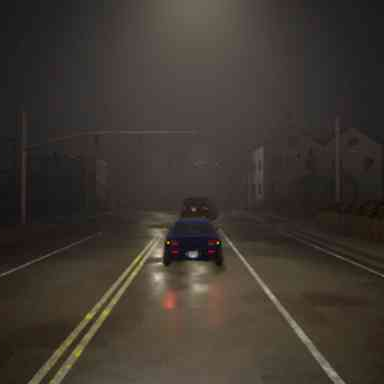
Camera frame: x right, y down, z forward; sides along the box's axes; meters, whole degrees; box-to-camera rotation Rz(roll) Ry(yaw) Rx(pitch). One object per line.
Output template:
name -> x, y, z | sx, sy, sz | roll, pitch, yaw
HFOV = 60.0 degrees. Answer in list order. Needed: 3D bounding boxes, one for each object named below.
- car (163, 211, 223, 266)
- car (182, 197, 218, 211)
car -> 0.048, 1.597, 11.649 | 1.812, 1.442, 4.674 | 0, 0, 0
car -> 0.689, 1.377, 26.820 | 2.150, 2.045, 5.566 | 0, 0, 12
